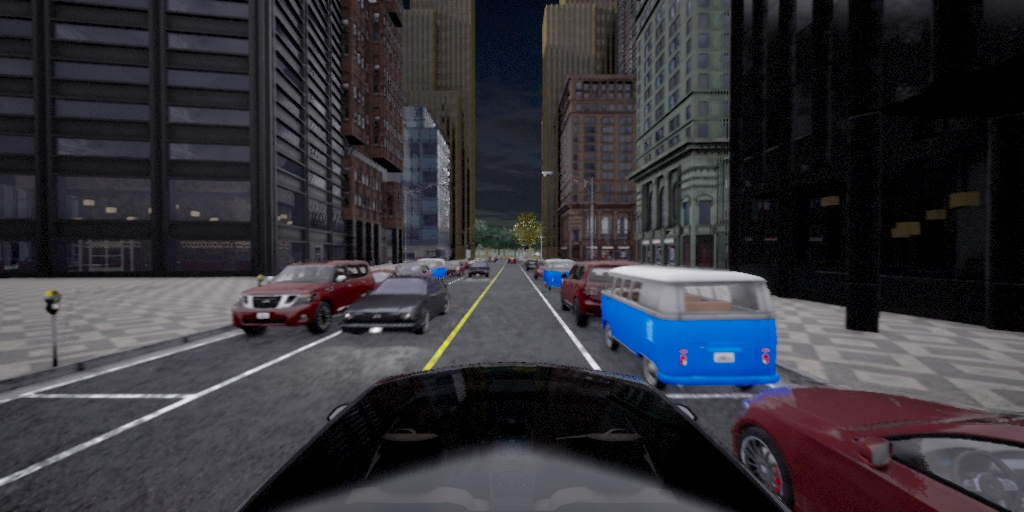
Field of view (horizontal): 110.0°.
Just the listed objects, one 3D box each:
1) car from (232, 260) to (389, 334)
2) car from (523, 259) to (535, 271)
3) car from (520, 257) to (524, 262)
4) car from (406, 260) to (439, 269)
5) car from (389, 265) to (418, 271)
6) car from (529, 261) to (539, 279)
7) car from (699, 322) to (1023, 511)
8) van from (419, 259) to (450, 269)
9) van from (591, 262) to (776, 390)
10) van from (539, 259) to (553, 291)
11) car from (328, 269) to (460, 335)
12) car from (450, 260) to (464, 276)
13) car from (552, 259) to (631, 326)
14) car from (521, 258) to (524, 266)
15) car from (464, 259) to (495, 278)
[{"bbox_3d":[-5.763,1.062,10.830,2.192,1.841,5.009,0,0,0],"label":"car"},{"bbox_3d":[2.760,1.291,47.072,1.948,1.339,4.313,0,0,0],"label":"car"},{"bbox_3d":[2.759,1.262,57.478,2.007,1.370,4.403,0,0,0],"label":"car"},{"bbox_3d":[-5.764,1.183,20.602,1.967,1.591,4.097,0,0,0],"label":"car"},{"bbox_3d":[-5.763,1.291,15.717,1.888,1.381,4.507,0,0,0],"label":"car"},{"bbox_3d":[2.761,1.319,31.463,1.802,1.307,4.207,0,0,0],"label":"car"},{"bbox_3d":[2.777,1.332,1.450,1.802,1.307,4.207,0,0,0],"label":"car"},{"bbox_3d":[-5.764,1.082,25.489,1.690,1.789,3.998,0,0,0],"label":"van"},{"bbox_3d":[2.783,1.089,6.537,1.690,1.789,3.998,0,0,0],"label":"van"},{"bbox_3d":[2.799,1.083,21.800,1.690,1.789,3.998,0,0,0],"label":"van"},{"bbox_3d":[-3.085,1.295,10.796,2.033,1.411,5.357,0,0,0],"label":"car"},{"bbox_3d":[-5.765,1.175,35.440,1.967,1.591,4.097,0,0,0],"label":"car"},{"bbox_3d":[2.788,1.061,11.625,2.192,1.841,5.009,0,0,0],"label":"car"},{"bbox_3d":[2.760,1.284,52.275,1.948,1.339,4.313,0,0,0],"label":"car"},{"bbox_3d":[-3.001,1.287,34.192,2.033,1.411,5.357,0,0,0],"label":"car"}]
